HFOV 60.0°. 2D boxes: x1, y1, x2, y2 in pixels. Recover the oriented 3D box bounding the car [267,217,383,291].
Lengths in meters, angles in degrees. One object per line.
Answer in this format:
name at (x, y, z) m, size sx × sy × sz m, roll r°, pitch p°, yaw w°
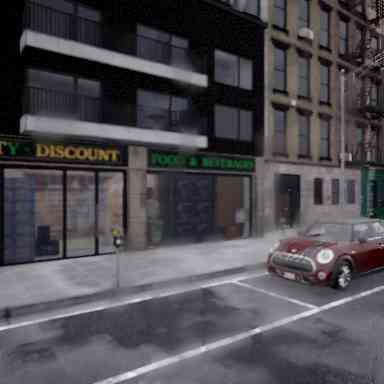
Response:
car at (3.919, 1.445, 8.982) m, size 4.097 × 1.590 × 1.967 m, roll 0°, pitch 0°, yaw -35°
